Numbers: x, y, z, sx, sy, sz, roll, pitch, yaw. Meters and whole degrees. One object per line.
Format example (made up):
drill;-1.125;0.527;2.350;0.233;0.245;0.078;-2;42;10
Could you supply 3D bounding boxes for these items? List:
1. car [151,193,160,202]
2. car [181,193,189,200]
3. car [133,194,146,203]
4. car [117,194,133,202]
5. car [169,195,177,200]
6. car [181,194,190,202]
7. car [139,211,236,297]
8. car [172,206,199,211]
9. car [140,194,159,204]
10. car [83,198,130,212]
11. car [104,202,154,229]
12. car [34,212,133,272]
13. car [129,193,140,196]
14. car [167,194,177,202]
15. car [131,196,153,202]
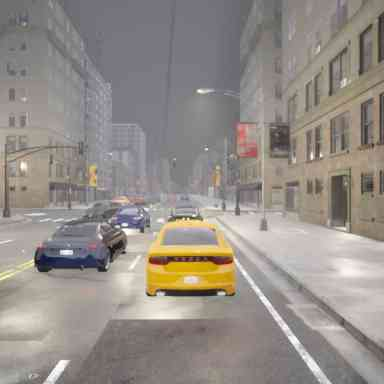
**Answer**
car;-7.976;1.255;71.277;2.150;2.045;5.566;0;0;-1
car;-1.885;1.254;90.694;2.097;1.767;4.553;0;0;-1
car;-11.223;1.385;71.121;2.097;1.767;4.553;0;0;-1
car;-10.897;1.501;51.197;1.882;1.535;5.008;0;0;-1
car;-5.135;1.439;90.656;2.033;1.411;5.357;0;0;-1
car;-1.673;1.382;80.693;2.097;1.767;4.553;0;0;-1
car;-0.054;1.480;8.652;1.882;1.535;5.008;0;0;-1
car;-0.354;1.510;18.133;1.837;1.490;4.892;0;0;-1
car;-7.813;1.574;60.802;2.033;1.411;5.357;0;0;-1
car;-6.921;1.513;26.383;1.837;1.490;4.892;-2;0;11
car;-3.534;1.532;19.532;1.812;1.442;4.674;0;0;-1
car;-3.356;1.567;10.790;1.994;1.385;4.181;0;0;-1
car;-11.072;1.249;61.132;2.150;2.045;5.566;0;0;-1
car;-4.922;1.382;80.625;2.097;1.767;4.553;0;0;-1
car;-7.643;1.624;51.159;1.895;1.301;4.718;0;0;-1
